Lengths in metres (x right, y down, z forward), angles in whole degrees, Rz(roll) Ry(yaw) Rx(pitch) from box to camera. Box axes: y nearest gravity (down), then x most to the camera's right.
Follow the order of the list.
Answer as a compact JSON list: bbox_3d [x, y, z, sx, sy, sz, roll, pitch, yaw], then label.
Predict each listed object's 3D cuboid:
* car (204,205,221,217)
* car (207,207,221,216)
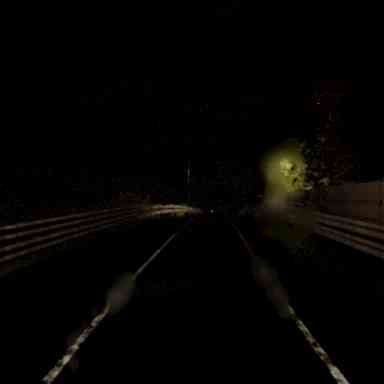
[{"bbox_3d":[2.432,2.260,39.886,1.994,1.385,4.181,0,-3,5],"label":"car"},{"bbox_3d":[3.452,2.963,50.849,1.895,1.301,4.718,0,-4,6],"label":"car"}]
